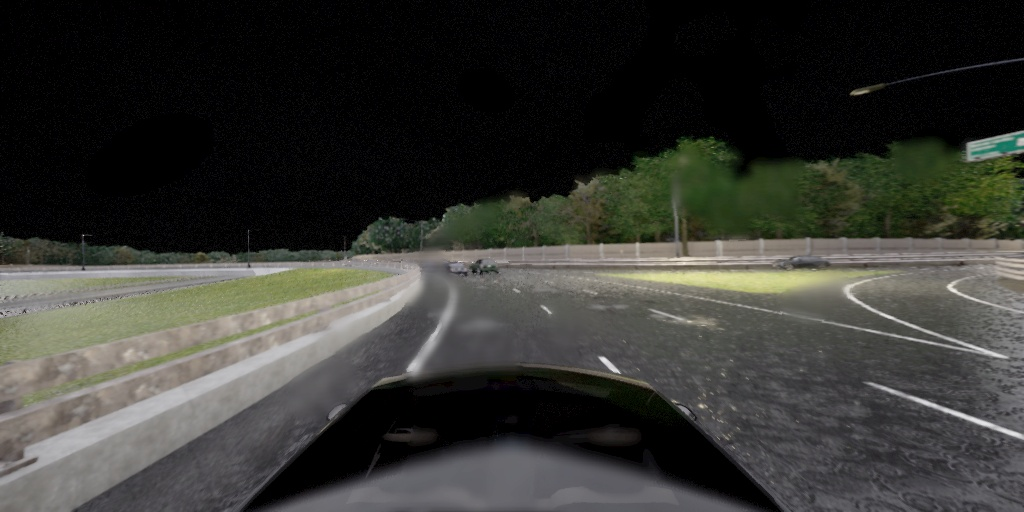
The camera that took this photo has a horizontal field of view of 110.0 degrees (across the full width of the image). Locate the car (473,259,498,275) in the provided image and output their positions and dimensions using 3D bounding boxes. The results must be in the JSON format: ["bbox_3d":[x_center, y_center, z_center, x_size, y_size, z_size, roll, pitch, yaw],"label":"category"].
[{"bbox_3d":[-3.117,1.077,39.202,2.097,1.767,4.553,-1,0,-21],"label":"car"}]

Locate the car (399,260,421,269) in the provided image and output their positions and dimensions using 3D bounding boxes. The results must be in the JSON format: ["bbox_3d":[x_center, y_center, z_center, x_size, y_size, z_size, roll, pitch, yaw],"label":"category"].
[{"bbox_3d":[-17.461,1.462,59.738,2.128,1.511,4.902,-1,0,-33],"label":"car"}]

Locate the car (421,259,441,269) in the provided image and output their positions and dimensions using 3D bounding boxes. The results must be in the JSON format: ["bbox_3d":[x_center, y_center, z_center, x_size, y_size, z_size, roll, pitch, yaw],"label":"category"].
[{"bbox_3d":[-14.448,1.467,61.498,1.994,1.385,4.181,-1,0,-34],"label":"car"}]

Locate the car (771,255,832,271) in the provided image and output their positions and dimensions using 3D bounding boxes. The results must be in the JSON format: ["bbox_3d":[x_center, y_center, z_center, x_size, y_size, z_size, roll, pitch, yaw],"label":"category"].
[{"bbox_3d":[27.353,0.644,33.963,4.674,1.442,1.812,-1,0,8],"label":"car"}]

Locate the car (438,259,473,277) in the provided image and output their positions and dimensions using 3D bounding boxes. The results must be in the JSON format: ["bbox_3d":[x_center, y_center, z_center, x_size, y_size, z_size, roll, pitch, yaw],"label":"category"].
[{"bbox_3d":[-5.836,1.335,36.551,2.033,1.411,5.357,-1,0,-20],"label":"car"}]
